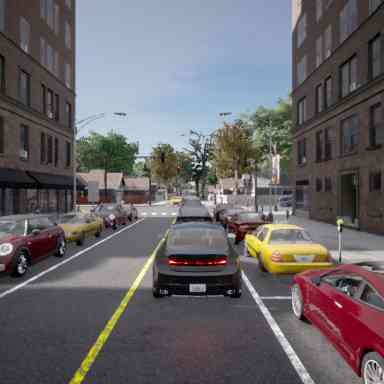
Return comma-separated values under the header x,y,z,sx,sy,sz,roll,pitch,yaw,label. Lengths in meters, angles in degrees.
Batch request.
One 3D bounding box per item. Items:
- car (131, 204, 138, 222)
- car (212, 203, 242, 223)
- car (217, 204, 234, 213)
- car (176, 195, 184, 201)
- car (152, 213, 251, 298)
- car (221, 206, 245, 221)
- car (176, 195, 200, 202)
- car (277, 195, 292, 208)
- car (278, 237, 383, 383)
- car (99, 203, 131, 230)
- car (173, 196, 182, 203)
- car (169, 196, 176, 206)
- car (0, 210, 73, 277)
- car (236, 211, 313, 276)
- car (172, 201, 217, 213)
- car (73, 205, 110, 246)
x,y,z,sx,sy,sz,roll,pitch,yaw,label
-5.368,1.593,26.536,1.802,1.307,4.206,0,0,0,car
2.658,1.577,26.531,1.947,1.339,4.313,0,0,0,car
2.653,1.590,21.012,1.802,1.307,4.206,0,0,0,car
-3.001,1.616,84.118,1.812,1.442,4.674,0,0,0,car
0.108,1.507,8.495,1.837,1.490,4.892,0,0,0,car
2.648,1.550,15.494,1.887,1.381,4.507,0,0,0,car
0.022,1.364,27.034,2.097,1.767,4.553,0,0,0,car
14.291,1.456,46.245,4.674,1.442,1.812,-1,0,-2,car
2.638,1.582,4.457,1.802,1.307,4.206,0,0,0,car
-5.373,1.448,21.017,1.967,1.590,4.097,0,0,0,car
-2.976,1.589,69.346,1.812,1.442,4.674,0,0,0,car
-2.688,1.518,54.845,1.882,1.535,5.008,0,0,-6,car
-5.382,1.442,9.980,1.967,1.590,4.097,0,0,0,car
2.643,1.528,10.146,1.752,1.417,4.829,0,0,0,car
0.113,1.484,17.979,1.882,1.535,5.008,0,0,0,car
-5.378,1.530,15.328,1.752,1.417,4.829,0,0,0,car
